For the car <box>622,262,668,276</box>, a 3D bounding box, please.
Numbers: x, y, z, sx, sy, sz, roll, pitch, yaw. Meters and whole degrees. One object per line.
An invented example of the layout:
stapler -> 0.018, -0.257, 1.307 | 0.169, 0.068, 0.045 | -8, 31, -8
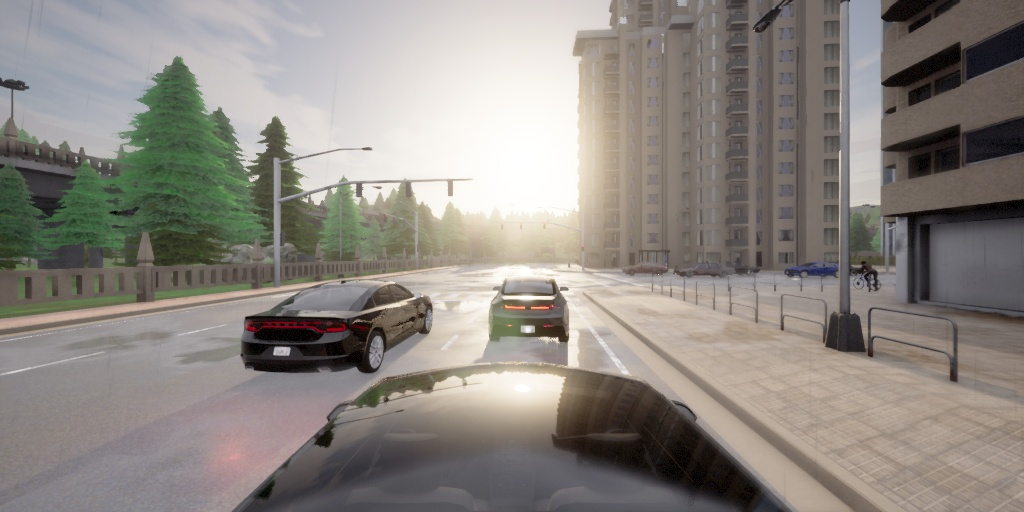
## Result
car -> 14.165, 1.331, 38.256 | 4.674, 1.442, 1.812 | 0, 0, 4

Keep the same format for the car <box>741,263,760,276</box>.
car -> 23.221, 1.406, 37.811 | 4.718, 1.301, 1.895 | 0, 0, 3

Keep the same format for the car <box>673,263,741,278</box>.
car -> 18.477, 1.353, 34.541 | 5.357, 1.411, 2.033 | 0, 0, 3

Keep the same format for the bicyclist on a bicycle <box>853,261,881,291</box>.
bicyclist on a bicycle -> 19.757, 1.107, 19.981 | 0.582, 1.620, 1.656 | 0, 0, 3

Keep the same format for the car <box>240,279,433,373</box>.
car -> -3.161, 1.228, 7.662 | 1.882, 1.535, 5.008 | 0, 0, 4

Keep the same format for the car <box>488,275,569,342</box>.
car -> 0.494, 1.255, 9.781 | 1.837, 1.490, 4.892 | 0, 0, 4

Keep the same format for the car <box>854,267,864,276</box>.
car -> 33.370, 1.406, 37.281 | 4.718, 1.301, 1.895 | 0, 0, 3

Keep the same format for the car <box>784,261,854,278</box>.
car -> 28.723, 1.283, 34.026 | 5.008, 1.535, 1.882 | 0, 0, 3
